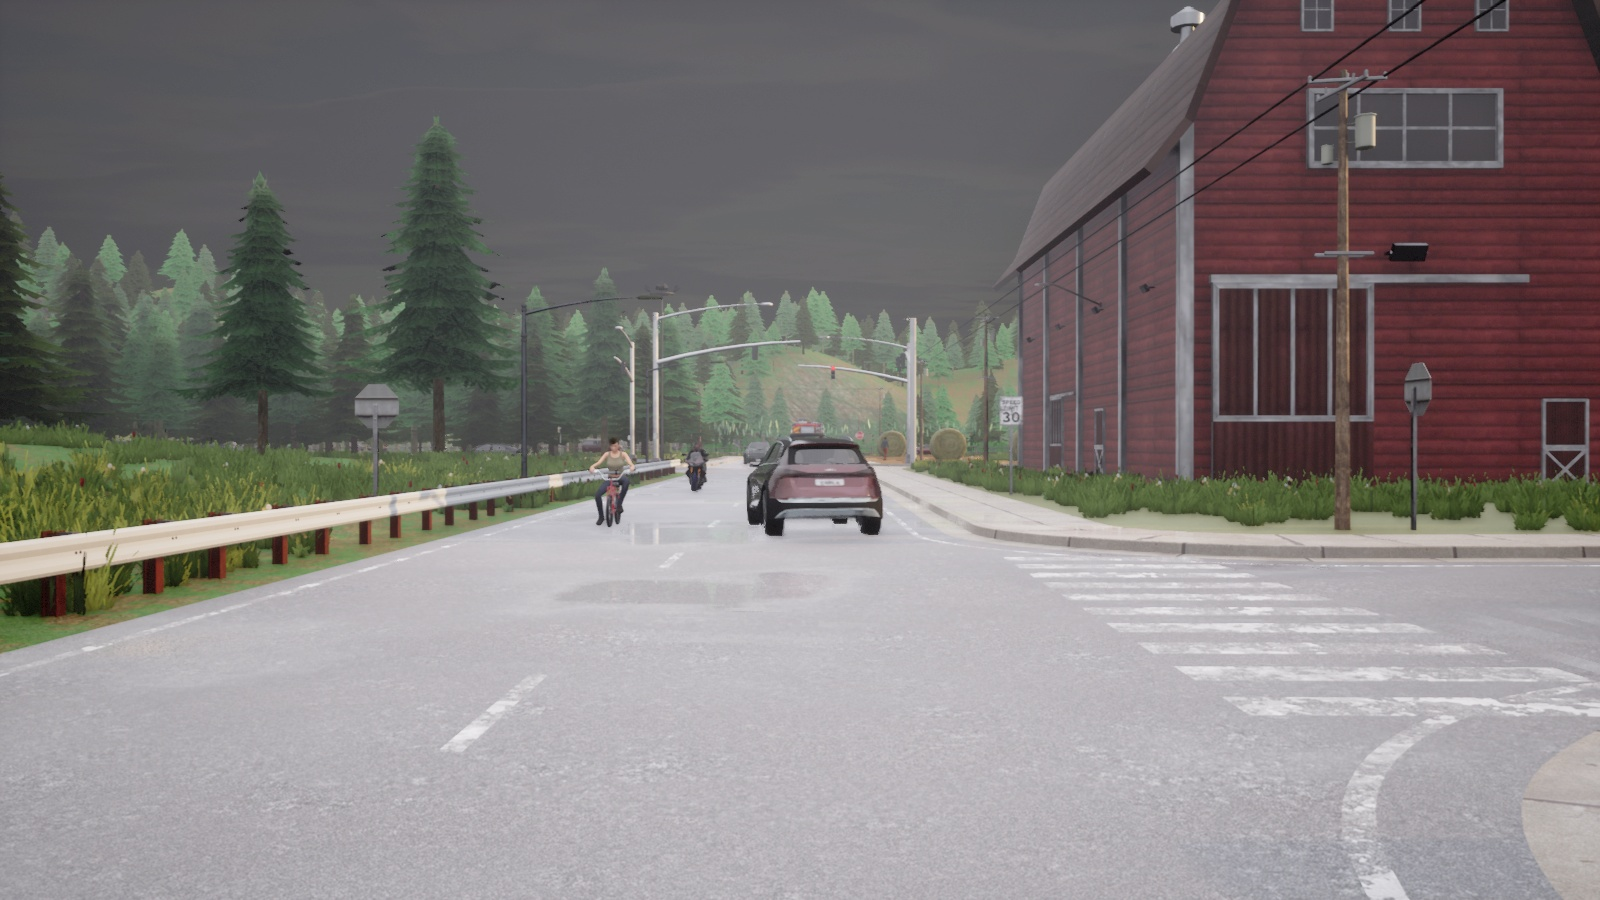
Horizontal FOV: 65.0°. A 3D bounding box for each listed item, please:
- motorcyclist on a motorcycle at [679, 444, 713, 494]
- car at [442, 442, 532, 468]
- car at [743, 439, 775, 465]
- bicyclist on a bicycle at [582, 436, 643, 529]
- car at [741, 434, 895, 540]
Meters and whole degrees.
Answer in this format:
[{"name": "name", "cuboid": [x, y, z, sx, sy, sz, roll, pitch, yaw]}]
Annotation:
[{"name": "motorcyclist on a motorcycle", "cuboid": [-3.252, 0.573, 39.533, 0.866, 1.530, 2.191, 0, 0, 0]}, {"name": "car", "cuboid": [-18.909, 0.286, 76.024, 5.008, 1.535, 1.882, 0, 0, -1]}, {"name": "car", "cuboid": [-2.951, 0.130, 90.760, 2.097, 1.767, 4.553, 0, 0, 0]}, {"name": "bicyclist on a bicycle", "cuboid": [-3.359, 0.562, 22.628, 0.866, 1.612, 1.509, 0, 0, 0]}, {"name": "car", "cuboid": [0.170, 0.562, 22.044, 2.033, 1.649, 4.856, 0, 0, -7]}]
